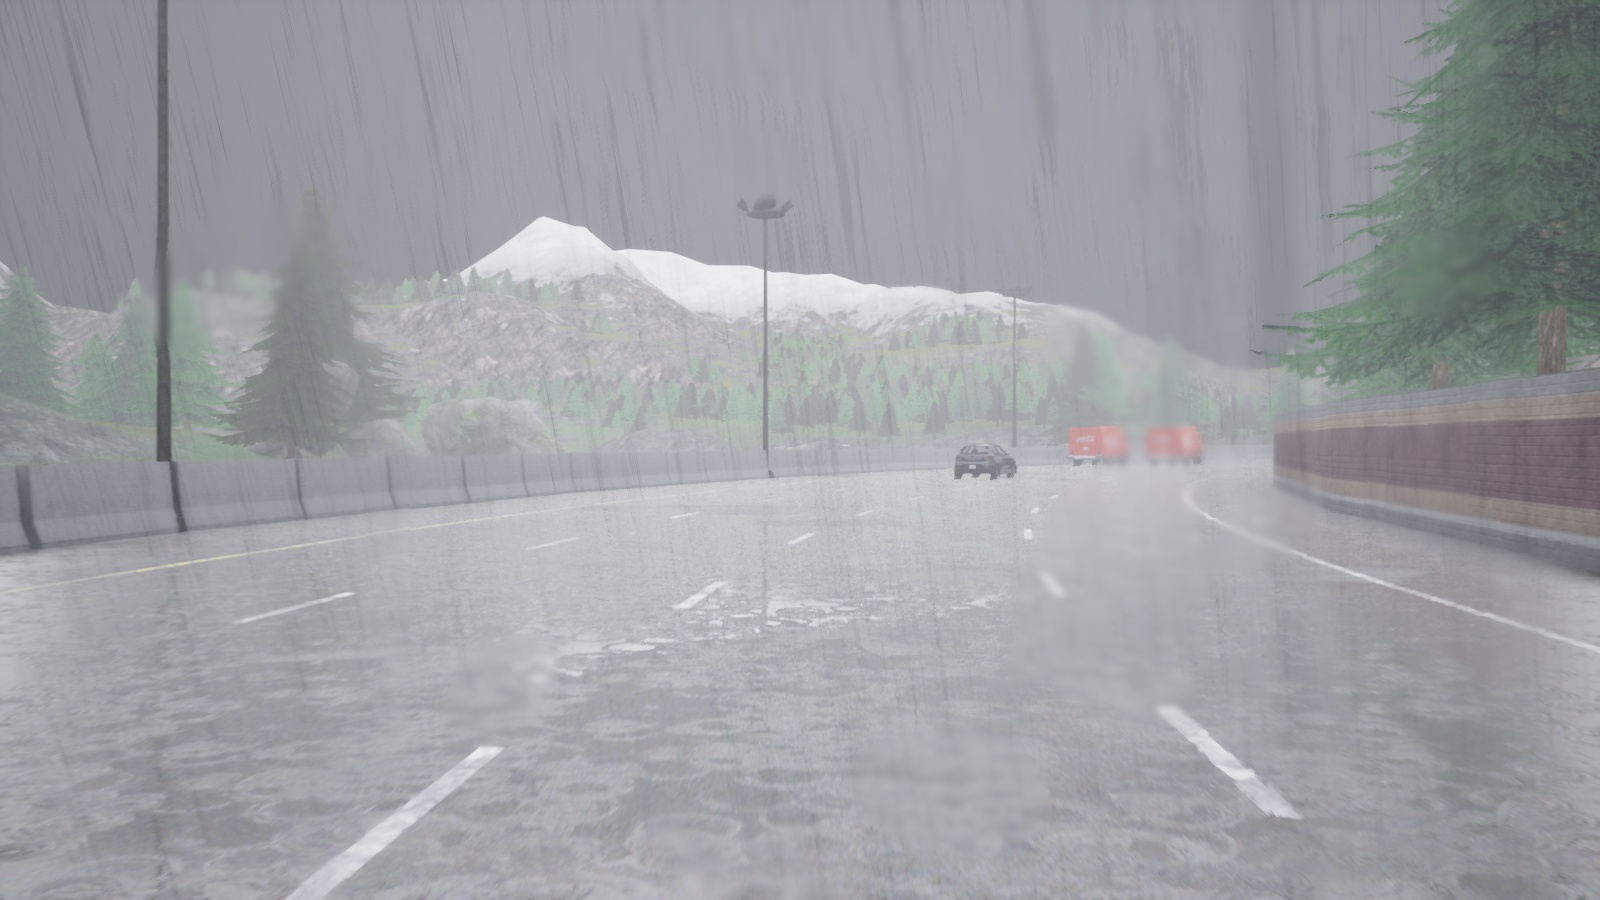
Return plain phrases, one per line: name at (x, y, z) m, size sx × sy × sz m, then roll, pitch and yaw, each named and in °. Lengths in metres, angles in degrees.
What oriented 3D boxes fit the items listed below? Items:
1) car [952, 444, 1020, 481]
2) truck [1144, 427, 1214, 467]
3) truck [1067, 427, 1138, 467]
car at (7.782, 0.473, 52.244) m, size 1.816 × 1.474 × 4.193 m, roll 0°, pitch 0°, yaw 23°
truck at (24.437, -0.173, 80.883) m, size 2.627 × 2.467 × 5.204 m, roll 0°, pitch 0°, yaw 37°
truck at (19.208, -0.171, 79.667) m, size 2.627 × 2.467 × 5.204 m, roll 0°, pitch 0°, yaw 36°
